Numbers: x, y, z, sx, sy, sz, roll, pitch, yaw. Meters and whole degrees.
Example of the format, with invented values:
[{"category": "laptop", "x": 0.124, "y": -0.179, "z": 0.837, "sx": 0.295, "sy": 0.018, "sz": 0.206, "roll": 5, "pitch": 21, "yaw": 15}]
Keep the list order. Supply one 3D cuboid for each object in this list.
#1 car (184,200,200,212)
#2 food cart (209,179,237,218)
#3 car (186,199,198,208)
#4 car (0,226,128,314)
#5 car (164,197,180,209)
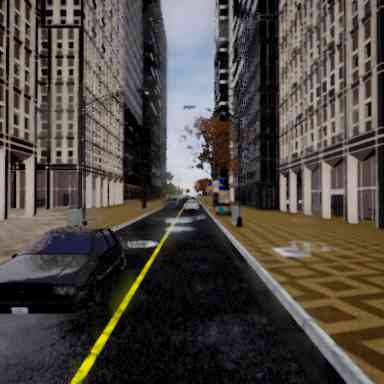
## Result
[{"category": "car", "x": 0.017, "y": 1.727, "z": 42.144, "sx": 1.812, "sy": 1.442, "sz": 4.674, "roll": 0, "pitch": -1, "yaw": 0}, {"category": "food cart", "x": 2.988, "y": 0.624, "z": 33.008, "sx": 2.280, "sy": 3.560, "sz": 4.660, "roll": -1, "pitch": -1, "yaw": 0}, {"category": "car", "x": -0.002, "y": 1.855, "z": 53.151, "sx": 1.895, "sy": 1.301, "sz": 4.718, "roll": 0, "pitch": 0, "yaw": 0}, {"category": "car", "x": -2.852, "y": 1.587, "z": 8.155, "sx": 2.033, "sy": 1.411, "sz": 5.357, "roll": 0, "pitch": 0, "yaw": 0}, {"category": "car", "x": -2.830, "y": 1.584, "z": 48.486, "sx": 2.097, "sy": 1.767, "sz": 4.553, "roll": 0, "pitch": 0, "yaw": 0}]
